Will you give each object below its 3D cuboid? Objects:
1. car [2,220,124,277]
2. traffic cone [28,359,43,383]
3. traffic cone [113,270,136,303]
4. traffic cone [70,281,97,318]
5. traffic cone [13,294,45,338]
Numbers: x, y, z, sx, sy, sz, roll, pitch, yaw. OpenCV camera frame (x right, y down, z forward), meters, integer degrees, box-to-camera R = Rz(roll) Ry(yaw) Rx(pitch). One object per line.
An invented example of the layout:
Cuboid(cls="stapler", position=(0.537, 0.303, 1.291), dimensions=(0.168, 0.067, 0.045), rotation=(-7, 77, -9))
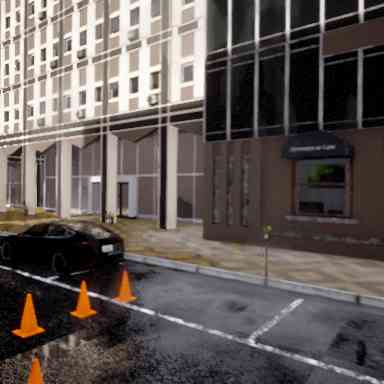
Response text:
Cuboid(cls="car", position=(-3.871, 1.469, 9.839), dimensions=(4.313, 1.339, 1.947), rotation=(1, 0, 36))
Cuboid(cls="traffic cone", position=(-1.523, 1.922, 3.233), dimensions=(0.340, 0.580, 0.340), rotation=(1, 0, 36))
Cuboid(cls="traffic cone", position=(-1.378, 1.906, 6.835), dimensions=(0.340, 0.580, 0.340), rotation=(1, 0, 36))
Cuboid(cls="traffic cone", position=(-1.966, 1.902, 6.026), dimensions=(0.340, 0.580, 0.340), rotation=(1, 0, 36))
Cuboid(cls="traffic cone", position=(-2.554, 1.898, 5.216), dimensions=(0.340, 0.580, 0.340), rotation=(1, 0, 36))
